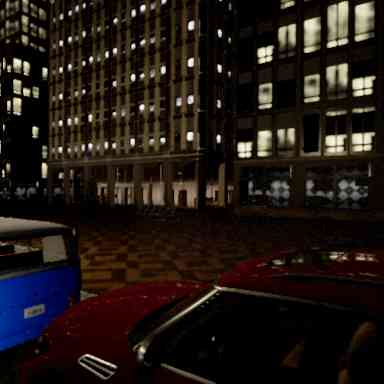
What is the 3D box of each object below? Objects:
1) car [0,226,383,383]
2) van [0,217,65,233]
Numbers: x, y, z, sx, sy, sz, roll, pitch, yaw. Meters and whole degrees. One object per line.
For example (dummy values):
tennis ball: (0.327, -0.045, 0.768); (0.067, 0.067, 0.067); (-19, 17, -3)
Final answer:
car: (0.954, 1.312, 2.187); (5.009, 1.841, 2.192); (1, 1, 35)
van: (-3.545, 1.295, 5.395); (3.998, 1.788, 1.690); (1, 1, 35)
